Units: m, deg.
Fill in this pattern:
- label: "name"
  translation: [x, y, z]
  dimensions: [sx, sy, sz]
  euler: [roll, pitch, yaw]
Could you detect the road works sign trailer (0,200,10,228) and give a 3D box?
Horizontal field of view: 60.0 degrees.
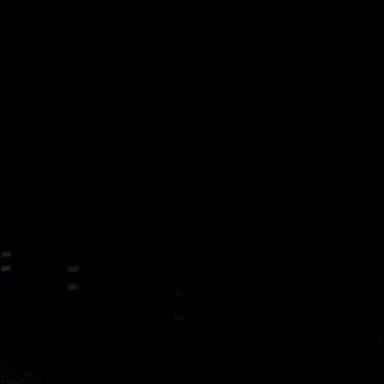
- label: "road works sign trailer"
  translation: [-10.778, 0.684, 16.955]
  dimensions: [3.560, 2.380, 2.880]
  euler: [2, 19, 36]
